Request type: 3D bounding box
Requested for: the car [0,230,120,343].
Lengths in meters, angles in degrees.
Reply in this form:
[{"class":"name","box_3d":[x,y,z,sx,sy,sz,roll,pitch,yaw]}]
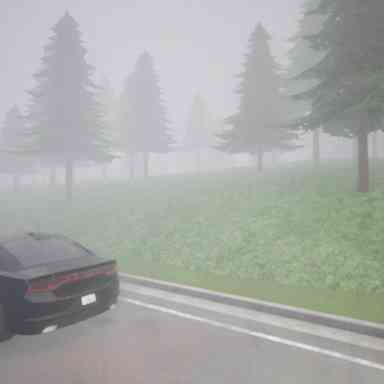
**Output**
[{"class":"car","box_3d":[-3.606,1.506,6.548,5.008,1.535,1.882,0,0,35]}]
